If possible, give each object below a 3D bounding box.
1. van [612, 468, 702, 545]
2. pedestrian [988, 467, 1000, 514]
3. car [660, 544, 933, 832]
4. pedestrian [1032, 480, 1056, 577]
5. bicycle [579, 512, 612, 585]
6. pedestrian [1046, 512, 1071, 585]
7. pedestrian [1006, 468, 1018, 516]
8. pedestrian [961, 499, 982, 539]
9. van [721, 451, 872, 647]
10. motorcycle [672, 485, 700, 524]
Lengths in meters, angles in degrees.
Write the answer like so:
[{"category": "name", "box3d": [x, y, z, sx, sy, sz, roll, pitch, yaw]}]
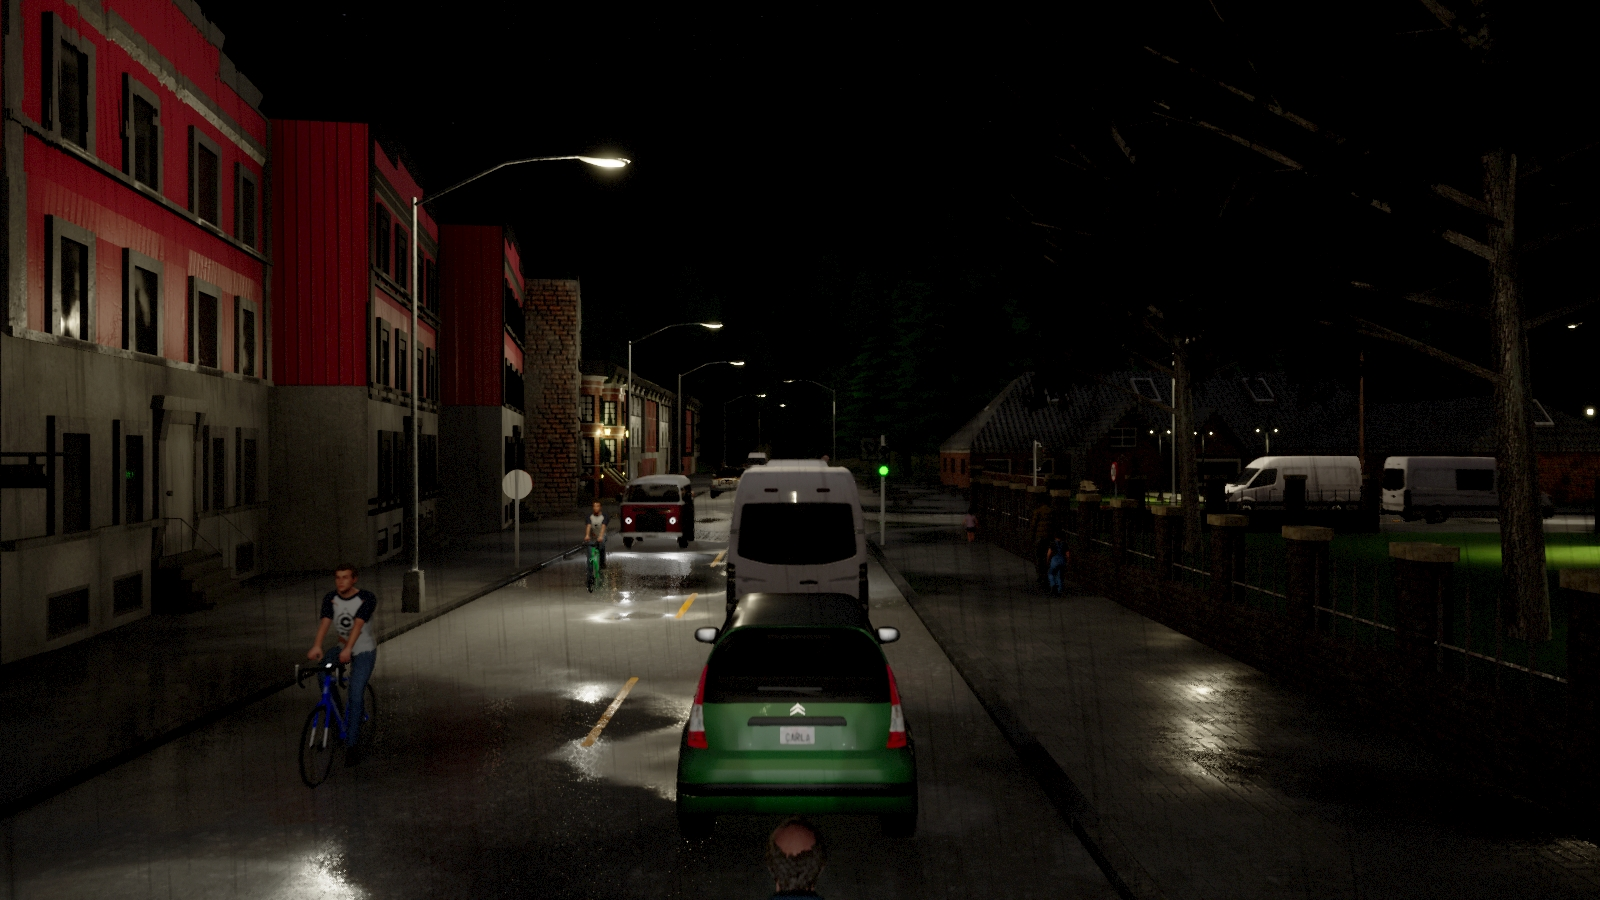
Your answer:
[{"category": "van", "box3d": [-4.078, 1.563, 33.326, 2.069, 2.038, 4.480, 0, 0, 0]}, {"category": "pedestrian", "box3d": [7.836, 1.629, 46.165, 0.375, 1.860, 0.375, 0, 0, -5]}, {"category": "car", "box3d": [-0.025, 1.780, 9.738, 1.851, 1.617, 3.988, 0, 0, 0]}, {"category": "pedestrian", "box3d": [4.747, 1.525, 22.247, 0.375, 1.860, 0.375, 0, 0, -1]}, {"category": "bicycle", "box3d": [-4.053, 1.936, 22.700, 0.373, 1.296, 1.643, 0, 0, 0]}, {"category": "pedestrian", "box3d": [4.760, 1.805, 21.037, 0.375, 1.300, 0.375, 0, 0, 0]}, {"category": "pedestrian", "box3d": [8.217, 1.629, 44.363, 0.375, 1.860, 0.375, 0, 0, -2]}, {"category": "pedestrian", "box3d": [4.744, 1.904, 31.600, 0.500, 1.100, 0.500, 0, 0, 0]}, {"category": "van", "box3d": [-0.055, 1.315, 18.077, 1.988, 2.561, 5.915, 0, 0, 0]}, {"category": "motorcycle", "box3d": [-4.105, 1.950, 41.328, 0.764, 1.277, 2.356, 0, 0, 0]}]
